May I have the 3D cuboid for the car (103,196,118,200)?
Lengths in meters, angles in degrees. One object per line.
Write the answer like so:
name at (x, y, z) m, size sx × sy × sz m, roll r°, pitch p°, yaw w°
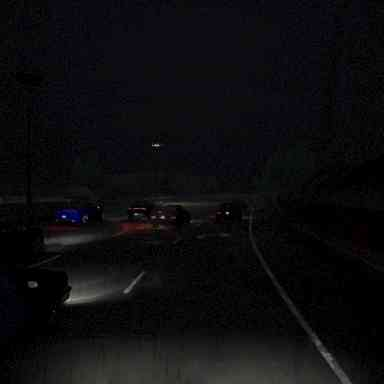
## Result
car at (-13.422, 1.356, 53.423) m, size 1.994 × 1.385 × 4.181 m, roll 0°, pitch 0°, yaw 11°

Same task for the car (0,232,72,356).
car at (-3.269, 1.542, 3.817) m, size 2.033 × 1.411 × 5.357 m, roll 0°, pitch 0°, yaw 2°

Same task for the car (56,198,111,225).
car at (-8.011, 1.472, 24.344) m, size 1.882 × 1.535 × 5.008 m, roll 0°, pitch 0°, yaw 10°

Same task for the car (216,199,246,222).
car at (2.974, 1.568, 26.258) m, size 2.033 × 1.411 × 5.357 m, roll 0°, pitch 0°, yaw 10°

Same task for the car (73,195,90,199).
car at (-17.326, 1.339, 51.746) m, size 2.097 × 1.767 × 4.553 m, roll 0°, pitch 0°, yaw 11°

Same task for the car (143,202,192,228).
car at (-1.309, 1.556, 22.252) m, size 2.033 × 1.411 × 5.357 m, roll 0°, pitch 0°, yaw 10°

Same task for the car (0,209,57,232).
car at (-6.360, 1.482, 10.048) m, size 2.128 × 1.511 × 4.902 m, roll 0°, pitch 0°, yaw 4°

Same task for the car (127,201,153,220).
car at (-3.842, 1.498, 27.821) m, size 2.128 × 1.511 × 4.902 m, roll 0°, pitch 0°, yaw 10°

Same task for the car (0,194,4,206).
car at (-23.689, 1.186, 37.093) m, size 2.150 × 2.045 × 5.566 m, roll 0°, pitch 0°, yaw 11°
